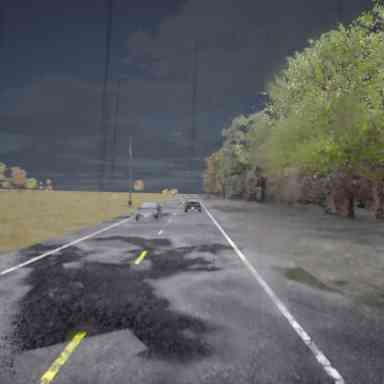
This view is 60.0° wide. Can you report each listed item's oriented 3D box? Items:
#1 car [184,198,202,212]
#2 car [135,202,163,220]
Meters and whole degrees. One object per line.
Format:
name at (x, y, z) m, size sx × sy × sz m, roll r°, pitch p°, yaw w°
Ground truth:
car at (0.098, 1.508, 39.384) m, size 1.837 × 1.490 × 4.892 m, roll 0°, pitch 0°, yaw 0°
car at (-3.501, 1.550, 27.754) m, size 1.812 × 1.442 × 4.674 m, roll 0°, pitch 0°, yaw 0°
